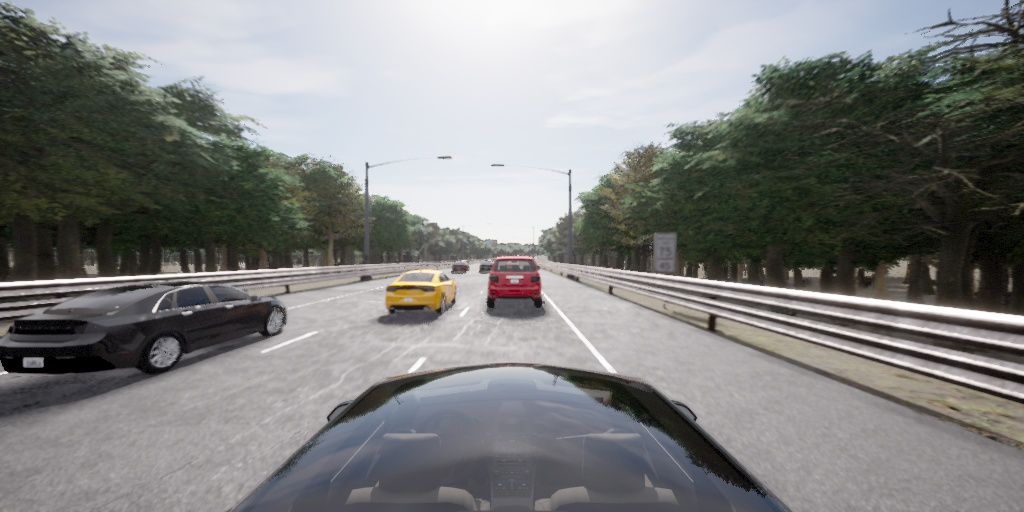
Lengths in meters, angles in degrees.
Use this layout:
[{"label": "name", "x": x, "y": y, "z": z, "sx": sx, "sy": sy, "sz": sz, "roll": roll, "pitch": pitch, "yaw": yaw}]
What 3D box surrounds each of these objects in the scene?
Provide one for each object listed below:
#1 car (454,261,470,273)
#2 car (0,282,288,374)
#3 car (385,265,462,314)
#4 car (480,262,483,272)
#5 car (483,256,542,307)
[{"label": "car", "x": -6.888, "y": 1.452, "z": 48.769, "sx": 1.882, "sy": 1.535, "sz": 5.008, "roll": 0, "pitch": 0, "yaw": 0}, {"label": "car", "x": -6.899, "y": 1.285, "z": 7.594, "sx": 1.837, "sy": 1.490, "sz": 4.892, "roll": 0, "pitch": 0, "yaw": 0}, {"label": "car", "x": -3.397, "y": 1.287, "z": 14.221, "sx": 1.882, "sy": 1.535, "sz": 5.008, "roll": 0, "pitch": 0, "yaw": 0}, {"label": "car", "x": -3.388, "y": 1.456, "z": 49.679, "sx": 1.882, "sy": 1.535, "sz": 5.008, "roll": 0, "pitch": 0, "yaw": 0}, {"label": "car", "x": 0.103, "y": 1.041, "z": 16.139, "sx": 2.150, "sy": 2.045, "sz": 5.566, "roll": 0, "pitch": 0, "yaw": 0}]
